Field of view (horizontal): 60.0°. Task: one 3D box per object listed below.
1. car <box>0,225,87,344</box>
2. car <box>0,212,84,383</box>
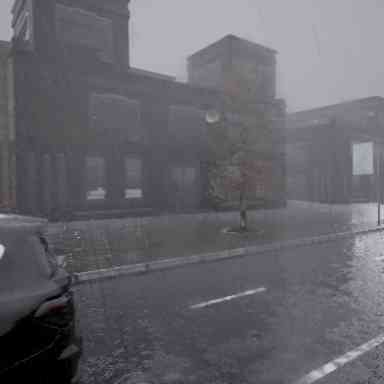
[{"bbox_3d":[-4.404,1.499,5.112,4.902,1.511,2.128,0,0,-36],"label":"car"},{"bbox_3d":[-3.633,1.236,2.216,5.566,2.045,2.150,0,0,-35],"label":"car"}]
